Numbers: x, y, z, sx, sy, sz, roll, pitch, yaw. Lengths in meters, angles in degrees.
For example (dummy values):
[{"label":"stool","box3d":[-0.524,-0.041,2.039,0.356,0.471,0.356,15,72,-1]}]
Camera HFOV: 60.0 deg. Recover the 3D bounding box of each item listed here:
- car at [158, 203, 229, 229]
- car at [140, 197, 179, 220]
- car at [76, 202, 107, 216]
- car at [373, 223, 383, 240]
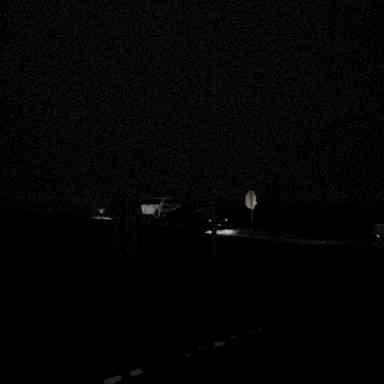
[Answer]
[{"label":"car","box3d":[0.124,1.708,22.978,2.033,1.411,5.357,1,-1,-38]},{"label":"car","box3d":[-3.287,1.535,31.938,2.150,2.045,5.566,1,-1,-39]},{"label":"car","box3d":[-11.111,1.830,36.799,2.128,1.511,4.902,1,-1,-41]},{"label":"car","box3d":[10.661,1.675,14.631,4.718,1.301,1.895,-2,-1,19]}]
